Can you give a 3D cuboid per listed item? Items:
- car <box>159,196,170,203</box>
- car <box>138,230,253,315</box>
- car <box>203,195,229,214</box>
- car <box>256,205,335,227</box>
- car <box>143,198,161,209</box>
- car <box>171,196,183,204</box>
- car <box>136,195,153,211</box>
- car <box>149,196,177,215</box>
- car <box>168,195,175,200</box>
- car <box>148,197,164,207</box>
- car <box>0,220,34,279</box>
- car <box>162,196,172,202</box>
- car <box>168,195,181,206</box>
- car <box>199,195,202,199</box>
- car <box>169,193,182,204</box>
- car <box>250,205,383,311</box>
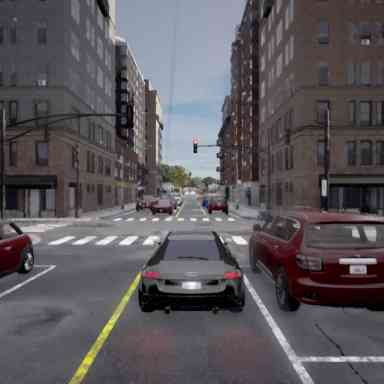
[{"bbox_3d":[-5.505,1.531,67.720,1.887,1.381,4.507,0,0,0],"label":"car"},{"bbox_3d":[0.014,1.563,7.677,1.994,1.385,4.181,0,0,1],"label":"car"},{"bbox_3d":[2.651,1.309,34.710,2.192,1.841,5.009,0,0,0],"label":"car"},{"bbox_3d":[6.905,1.575,22.450,4.718,1.301,1.895,0,0,-5],"label":"car"},{"bbox_3d":[-5.482,1.557,45.705,1.947,1.339,4.313,0,0,0],"label":"car"},{"bbox_3d":[-2.849,1.551,63.222,1.994,1.385,4.181,0,0,1],"label":"car"},{"bbox_3d":[-5.476,1.308,40.201,2.192,1.841,5.009,0,0,0],"label":"car"},{"bbox_3d":[-2.894,1.472,33.729,1.882,1.535,5.008,0,0,0],"label":"car"},{"bbox_3d":[-5.528,1.564,89.735,1.802,1.307,4.206,0,0,0],"label":"car"},{"bbox_3d":[-5.488,1.541,51.209,2.008,1.369,4.403,0,0,0],"label":"car"},{"bbox_3d":[-5.397,1.439,7.642,1.967,1.590,4.097,0,0,0],"label":"car"},{"bbox_3d":[-5.511,1.530,73.223,1.887,1.381,4.507,0,0,0],"label":"car"},{"bbox_3d":[-2.891,1.484,43.283,2.128,1.511,4.902,0,0,0],"label":"car"},{"bbox_3d":[2.614,1.305,51.222,2.192,1.841,5.009,0,0,0],"label":"car"},{"bbox_3d":[-2.845,1.211,53.163,2.150,2.045,5.566,0,0,1],"label":"car"},{"bbox_3d":[2.628,1.314,7.654,2.192,1.841,5.009,0,0,0],"label":"car"}]
